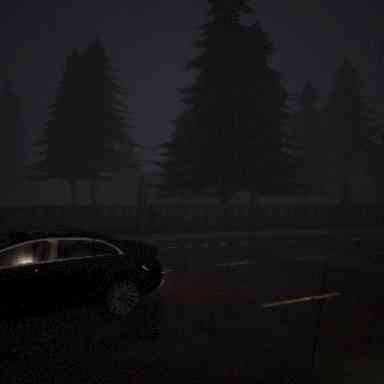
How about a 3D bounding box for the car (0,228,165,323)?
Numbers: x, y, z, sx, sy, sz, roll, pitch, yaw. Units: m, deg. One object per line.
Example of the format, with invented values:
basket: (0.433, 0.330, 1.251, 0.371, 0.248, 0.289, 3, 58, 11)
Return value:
car: (-2.880, 1.441, 5.930, 4.902, 1.511, 2.128, 1, 0, -31)
